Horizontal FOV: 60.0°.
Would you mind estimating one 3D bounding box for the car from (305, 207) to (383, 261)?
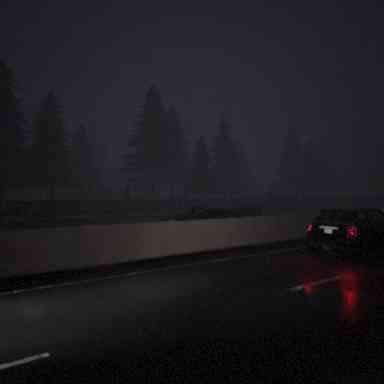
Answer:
[{"bbox_3d":[6.395,1.358,12.610,4.553,1.767,2.097,0,0,-36],"label":"car"}]

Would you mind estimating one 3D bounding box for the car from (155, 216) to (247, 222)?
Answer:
[{"bbox_3d":[0.339,1.496,17.135,4.902,1.511,2.128,0,0,-35],"label":"car"}]
